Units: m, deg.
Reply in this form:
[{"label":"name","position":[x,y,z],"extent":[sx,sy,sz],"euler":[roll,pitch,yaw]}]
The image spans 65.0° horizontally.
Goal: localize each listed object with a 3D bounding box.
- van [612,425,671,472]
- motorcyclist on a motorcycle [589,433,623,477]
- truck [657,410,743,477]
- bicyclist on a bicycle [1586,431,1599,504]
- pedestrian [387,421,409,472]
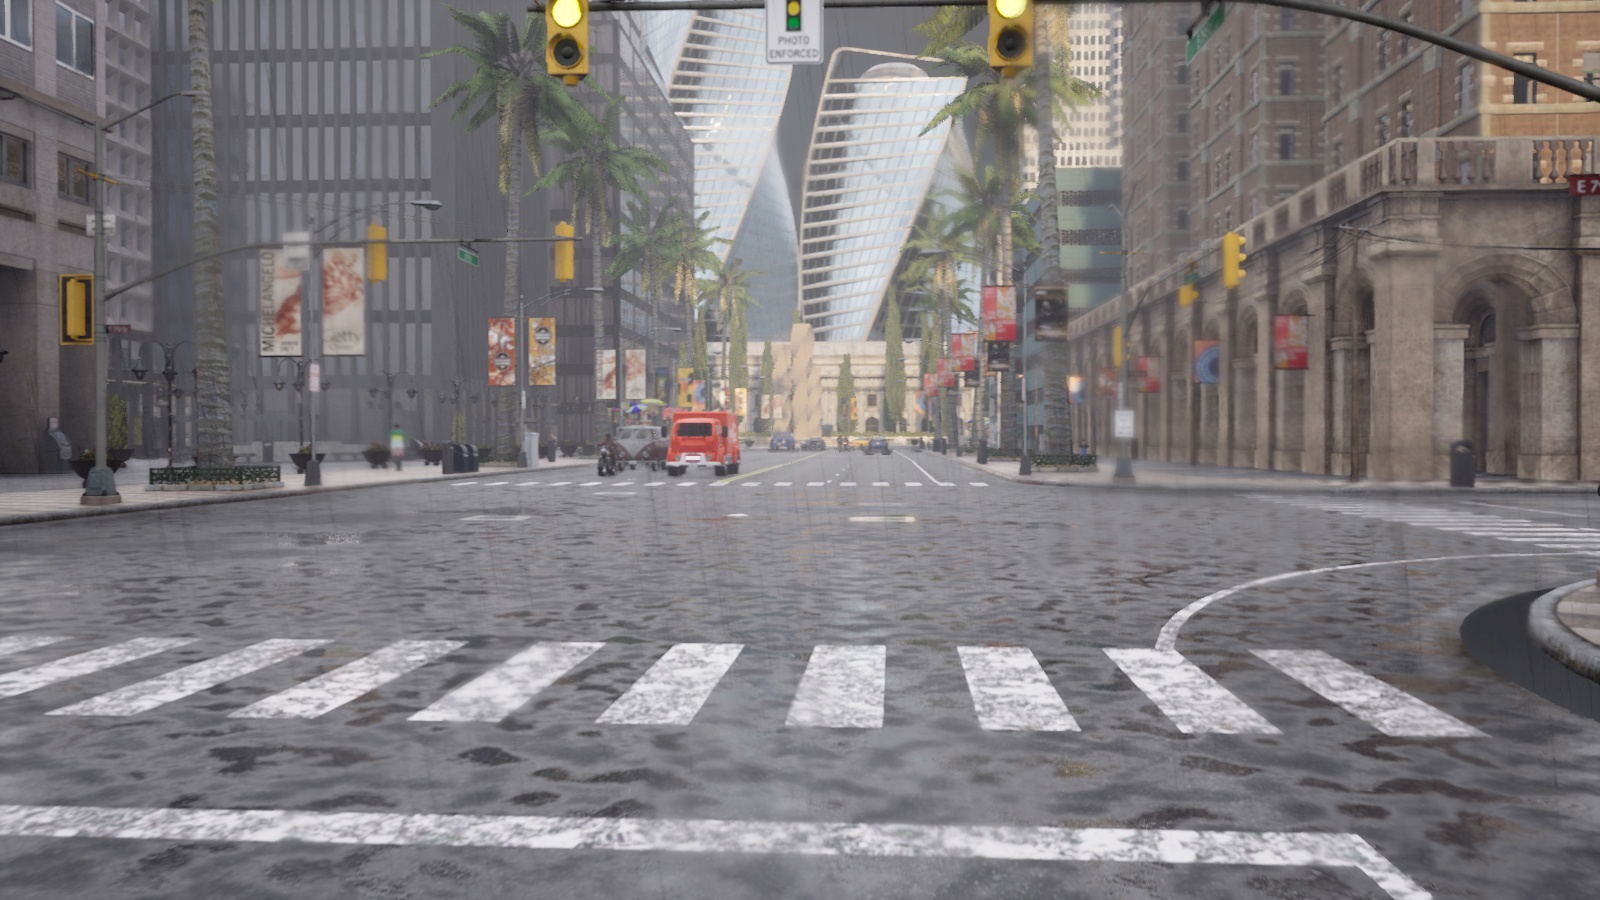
[{"label":"van","position":[-6.920,-0.103,55.218],"extent":[1.775,1.987,4.442],"euler":[0,1,4]},{"label":"motorcyclist on a motorcycle","position":[-7.395,0.174,47.936],"extent":[0.766,1.649,2.350],"euler":[0,1,4]},{"label":"truck","position":[-3.826,-0.274,49.075],"extent":[2.627,2.467,5.204],"euler":[0,1,4]},{"label":"bicyclist on a bicycle","position":[18.375,0.390,27.716],"extent":[1.509,1.612,0.866],"euler":[0,1,4]},{"label":"pedestrian","position":[-15.478,-0.128,48.341],"extent":[0.659,1.952,0.873],"euler":[0,1,-9]}]
